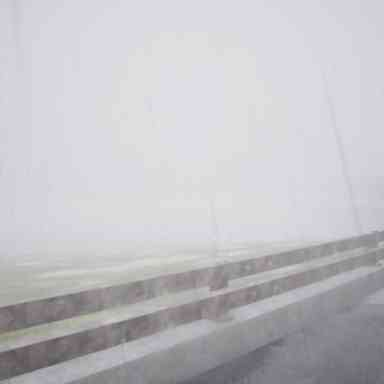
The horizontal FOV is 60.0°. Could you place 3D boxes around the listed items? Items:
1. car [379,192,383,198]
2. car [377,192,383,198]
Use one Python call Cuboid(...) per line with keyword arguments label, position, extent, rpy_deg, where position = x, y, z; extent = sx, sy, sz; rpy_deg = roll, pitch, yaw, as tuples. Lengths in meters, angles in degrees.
Cuboid(label="car", position=(46.017, 0.681, 77.992), extent=(1.812, 1.442, 4.674), rpy_deg=(-1, 0, 0))
Cuboid(label="car", position=(42.092, 0.737, 72.483), extent=(2.097, 1.767, 4.553), rpy_deg=(-1, 0, 3))
